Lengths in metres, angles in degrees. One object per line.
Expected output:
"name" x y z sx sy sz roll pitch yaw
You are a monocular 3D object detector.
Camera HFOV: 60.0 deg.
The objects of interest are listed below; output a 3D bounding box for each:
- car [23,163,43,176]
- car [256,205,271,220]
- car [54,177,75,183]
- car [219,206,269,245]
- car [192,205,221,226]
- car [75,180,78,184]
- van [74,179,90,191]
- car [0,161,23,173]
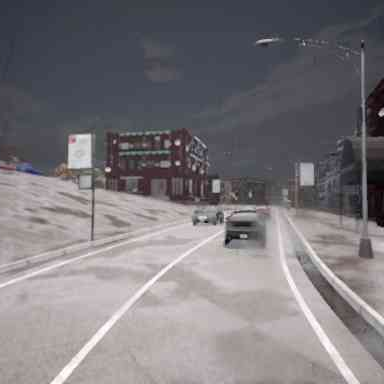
"car" -22.026 -2.640 44.322 2.435 2.045 5.566 0 -3 3
"car" 7.159 2.070 34.506 1.812 1.442 4.674 0 -1 14
"car" -21.813 -1.732 55.333 2.002 1.452 4.674 0 -3 0
"car" 2.709 1.647 16.360 1.837 1.490 4.892 0 -1 13
"car" 1.325 1.825 26.429 2.128 1.511 4.902 0 -1 14
"car" -21.863 -1.390 60.864 2.002 1.452 4.674 0 -4 -1
"van" -21.997 -1.283 66.540 1.878 1.987 4.442 1 -4 -1
"car" -22.332 -2.794 38.721 2.185 1.767 4.553 0 -3 4
